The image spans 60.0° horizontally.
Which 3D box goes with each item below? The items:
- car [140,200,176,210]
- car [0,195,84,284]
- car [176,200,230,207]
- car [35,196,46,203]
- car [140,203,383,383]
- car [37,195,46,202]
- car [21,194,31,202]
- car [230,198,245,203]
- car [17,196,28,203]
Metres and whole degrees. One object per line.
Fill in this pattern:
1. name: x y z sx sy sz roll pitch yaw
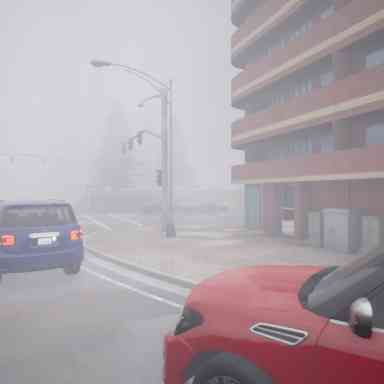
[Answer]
1. car: -3.342 1.594 36.160 4.674 1.442 1.812 0 0 -22
2. car: -4.946 1.226 9.803 2.150 2.045 5.566 0 0 -36
3. car: 1.114 1.667 34.244 4.718 1.301 1.895 0 0 -23
4. car: -33.231 1.575 73.051 2.033 1.411 5.357 0 0 -23
5. car: 2.355 1.221 2.448 5.566 2.045 2.150 0 0 36
6. car: -37.254 1.518 82.526 1.882 1.535 5.008 0 0 -23
7. car: -40.429 1.396 81.048 2.097 1.767 4.553 0 0 -23
8. car: 5.184 1.544 39.728 5.008 1.535 1.882 0 0 -23
9. car: -36.457 1.536 71.693 1.837 1.490 4.892 0 0 -23
